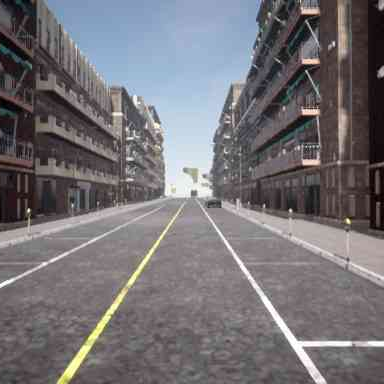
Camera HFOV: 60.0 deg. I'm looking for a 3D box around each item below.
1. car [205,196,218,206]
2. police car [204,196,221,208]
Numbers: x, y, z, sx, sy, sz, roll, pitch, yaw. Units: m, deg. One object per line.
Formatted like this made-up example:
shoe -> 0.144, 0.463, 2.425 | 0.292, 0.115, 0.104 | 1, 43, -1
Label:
car -> 3.146, 1.512, 54.989 | 1.837, 1.490, 4.892 | 0, 0, 0
police car -> 3.134, 1.427, 48.098 | 1.930, 1.638, 5.238 | 0, 0, 0
